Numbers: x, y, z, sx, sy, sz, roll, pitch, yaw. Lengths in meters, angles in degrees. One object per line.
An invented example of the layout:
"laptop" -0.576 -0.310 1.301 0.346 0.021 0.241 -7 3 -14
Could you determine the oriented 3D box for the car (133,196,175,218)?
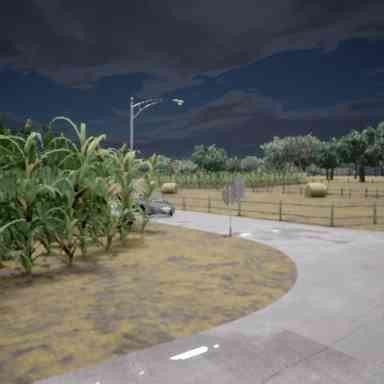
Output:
"car" -3.131 1.056 25.341 2.128 1.511 4.902 -1 1 -35
